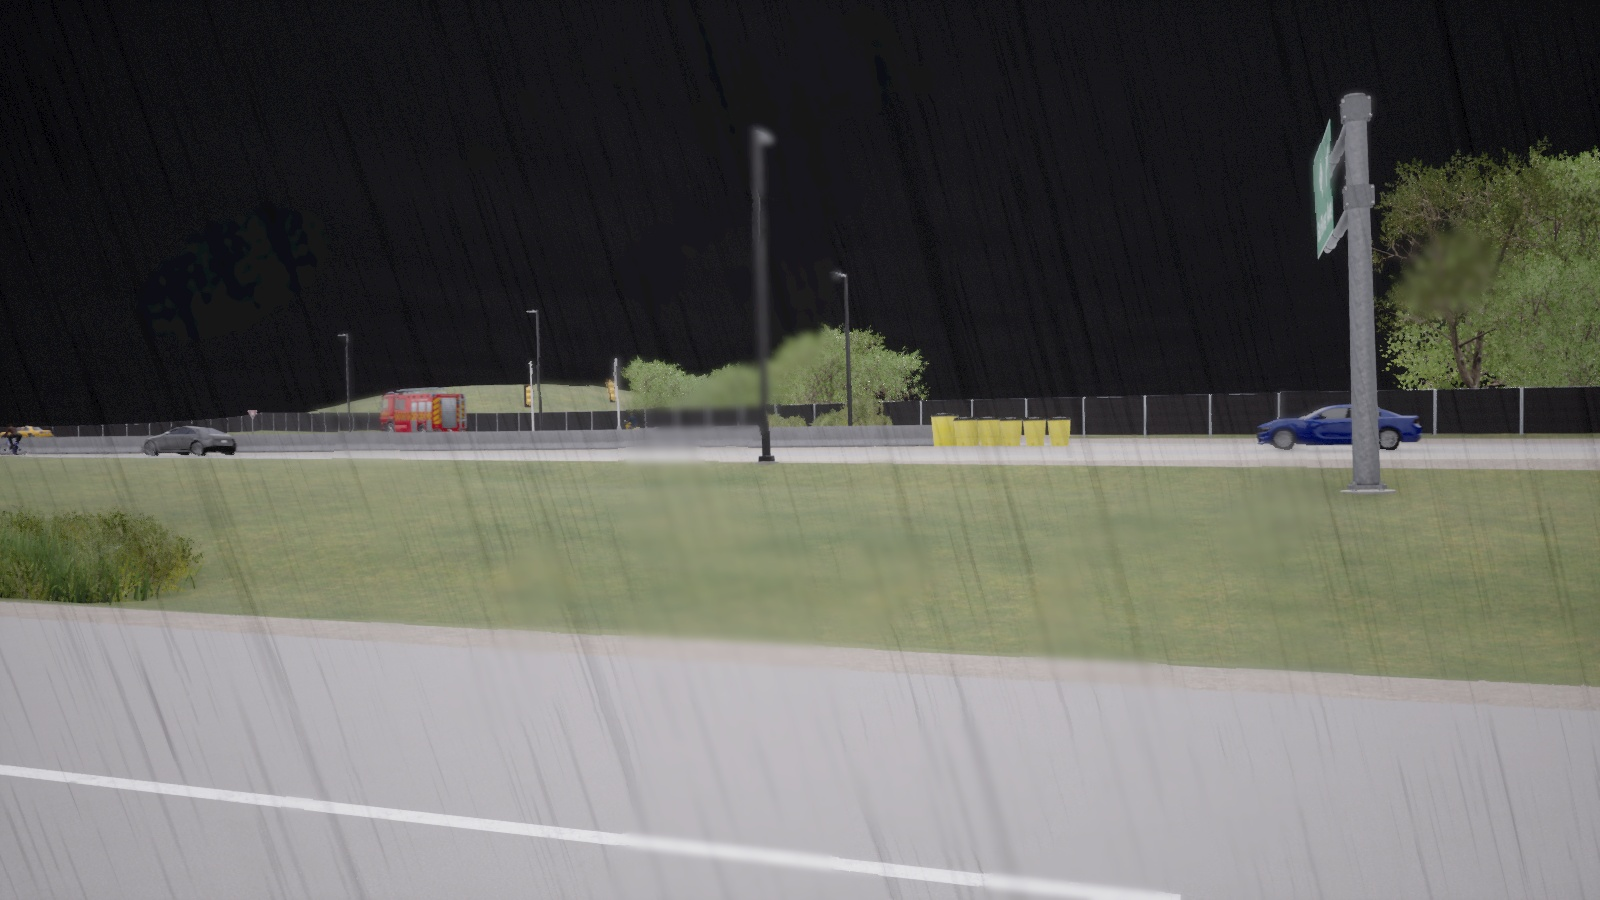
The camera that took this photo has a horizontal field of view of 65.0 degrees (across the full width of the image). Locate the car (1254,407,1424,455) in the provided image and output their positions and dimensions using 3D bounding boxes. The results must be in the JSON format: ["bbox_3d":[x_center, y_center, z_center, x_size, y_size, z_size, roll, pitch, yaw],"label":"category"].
[{"bbox_3d":[17.632,-0.612,41.356,5.008,1.535,1.882,0,1,19],"label":"car"}]

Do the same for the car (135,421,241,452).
[{"bbox_3d":[-27.872,-0.607,57.218,4.181,1.385,1.994,0,1,19],"label":"car"}]
